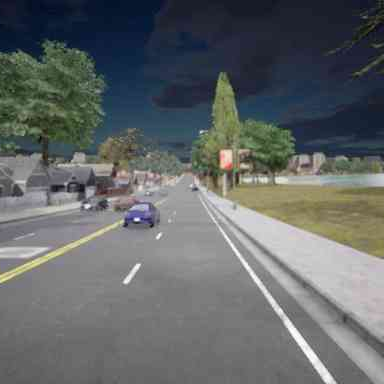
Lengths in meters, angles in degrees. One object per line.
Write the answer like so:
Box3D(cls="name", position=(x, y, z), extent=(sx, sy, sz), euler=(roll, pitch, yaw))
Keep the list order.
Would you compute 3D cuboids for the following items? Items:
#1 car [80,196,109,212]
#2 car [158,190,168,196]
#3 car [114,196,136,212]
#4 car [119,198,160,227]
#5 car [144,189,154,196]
Box3D(cls="car", position=(-9.825, 1.161, 33.675), extent=(2.128, 1.511, 4.902), euler=(0, 1, 0))
Box3D(cls="car", position=(-6.461, 0.161, 75.048), extent=(1.994, 1.385, 4.181), euler=(0, 2, 0))
Box3D(cls="car", position=(-6.575, 1.144, 33.814), extent=(1.882, 1.535, 5.008), euler=(0, 1, 0))
Box3D(cls="car", position=(-3.139, 1.379, 21.293), extent=(1.812, 1.442, 4.674), euler=(0, 1, 0))
Box3D(cls="car", position=(-9.711, 0.134, 75.049), extent=(2.128, 1.511, 4.902), euler=(0, 2, 0))
